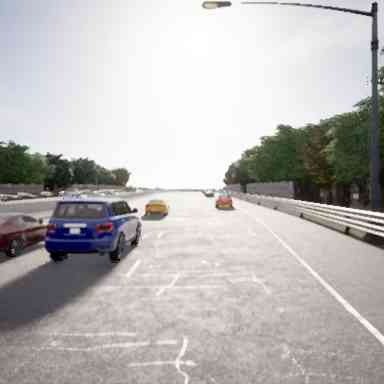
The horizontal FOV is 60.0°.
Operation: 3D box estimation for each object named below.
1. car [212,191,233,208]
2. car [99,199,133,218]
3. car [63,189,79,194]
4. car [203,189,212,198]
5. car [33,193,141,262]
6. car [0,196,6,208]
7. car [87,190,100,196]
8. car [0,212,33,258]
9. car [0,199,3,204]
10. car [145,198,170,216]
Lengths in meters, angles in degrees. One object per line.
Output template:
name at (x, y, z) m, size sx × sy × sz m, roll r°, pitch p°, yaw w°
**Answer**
car at (3.975, 1.025, 42.259) m, size 2.097 × 1.767 × 4.553 m, roll 0°, pitch 1°, yaw 1°
car at (-6.639, 1.402, 29.592) m, size 1.994 × 1.385 × 4.181 m, roll 0°, pitch 1°, yaw 1°
car at (-27.246, 0.268, 75.016) m, size 2.150 × 2.045 × 5.566 m, roll 0°, pitch 1°, yaw 1°
car at (4.296, 0.539, 78.662) m, size 2.128 × 1.511 × 4.902 m, roll 0°, pitch 1°, yaw 1°
car at (-3.323, 1.190, 12.192) m, size 2.150 × 2.045 × 5.566 m, roll 0°, pitch 0°, yaw 1°
car at (-24.222, 1.246, 39.234) m, size 1.812 × 1.442 × 4.674 m, roll 0°, pitch 1°, yaw 1°
car at (-23.689, 0.192, 80.149) m, size 1.994 × 1.385 × 4.181 m, roll 0°, pitch 1°, yaw 1°
car at (-6.817, 1.493, 12.542) m, size 1.812 × 1.442 × 4.674 m, roll 0°, pitch 0°, yaw 1°
car at (-17.366, 1.357, 26.993) m, size 2.128 × 1.511 × 4.902 m, roll 0°, pitch 1°, yaw 1°
car at (-3.130, 1.305, 30.514) m, size 1.882 × 1.535 × 5.008 m, roll 0°, pitch 1°, yaw 1°
